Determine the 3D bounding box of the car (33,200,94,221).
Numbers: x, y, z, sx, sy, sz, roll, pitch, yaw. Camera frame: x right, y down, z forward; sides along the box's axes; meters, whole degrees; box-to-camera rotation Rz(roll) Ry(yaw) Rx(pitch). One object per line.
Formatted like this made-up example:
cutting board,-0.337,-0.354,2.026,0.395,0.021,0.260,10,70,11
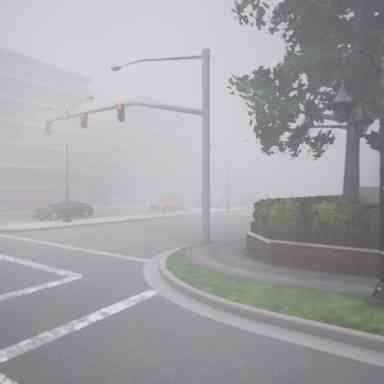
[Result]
car,-10.302,1.470,26.897,1.837,1.490,4.892,0,0,36

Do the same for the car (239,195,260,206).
car,9.352,1.317,53.879,2.097,1.767,4.553,0,0,36

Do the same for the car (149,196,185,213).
car,-2.741,1.317,37.314,2.097,1.767,4.553,0,0,36

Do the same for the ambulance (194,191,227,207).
ambulance,2.843,0.989,50.809,2.351,2.431,6.366,0,0,36
